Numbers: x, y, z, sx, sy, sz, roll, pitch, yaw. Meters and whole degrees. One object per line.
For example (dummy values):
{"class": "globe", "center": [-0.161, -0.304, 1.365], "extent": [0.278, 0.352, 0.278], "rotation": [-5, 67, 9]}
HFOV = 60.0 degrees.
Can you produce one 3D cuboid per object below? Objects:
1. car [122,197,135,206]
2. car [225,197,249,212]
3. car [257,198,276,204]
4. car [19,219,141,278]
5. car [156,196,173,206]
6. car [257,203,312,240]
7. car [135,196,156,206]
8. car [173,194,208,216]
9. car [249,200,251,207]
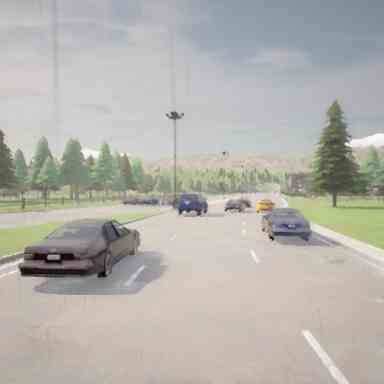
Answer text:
{"class": "car", "center": [-9.866, 1.501, 55.123], "extent": [1.994, 1.385, 4.181], "rotation": [0, 0, 15]}
{"class": "car", "center": [4.902, 1.502, 37.813], "extent": [2.033, 1.411, 5.357], "rotation": [0, 0, 14]}
{"class": "car", "center": [8.295, 1.434, 36.947], "extent": [1.882, 1.535, 5.008], "rotation": [0, 0, 14]}
{"class": "car", "center": [-3.000, 1.536, 10.143], "extent": [2.033, 1.411, 5.357], "rotation": [0, 0, 4]}
{"class": "car", "center": [-3.340, 1.431, 52.446], "extent": [2.128, 1.511, 4.902], "rotation": [0, 0, 15]}
{"class": "car", "center": [4.638, 1.527, 16.879], "extent": [2.033, 1.411, 5.357], "rotation": [0, 0, 7]}
{"class": "car", "center": [-6.807, 1.416, 53.038], "extent": [1.882, 1.535, 5.008], "rotation": [0, 0, 15]}
{"class": "car", "center": [0.157, 1.178, 33.012], "extent": [2.150, 2.045, 5.566], "rotation": [0, -1, 12]}
{"class": "car", "center": [7.346, 1.470, 47.475], "extent": [1.812, 1.442, 4.674], "rotation": [0, 0, 15]}
